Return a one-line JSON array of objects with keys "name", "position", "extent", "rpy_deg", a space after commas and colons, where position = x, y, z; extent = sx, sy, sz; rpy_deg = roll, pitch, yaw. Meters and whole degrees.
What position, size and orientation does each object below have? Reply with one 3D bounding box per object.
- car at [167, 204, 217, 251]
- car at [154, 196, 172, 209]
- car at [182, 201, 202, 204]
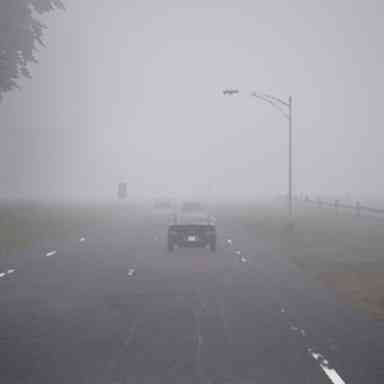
[{"name": "car", "position": [0.009, 1.512, 14.446], "extent": [1.882, 1.535, 5.008], "rpy_deg": [0, 0, 0]}, {"name": "car", "position": [-3.503, 1.230, 40.309], "extent": [1.812, 1.442, 4.674], "rpy_deg": [0, 1, 0]}, {"name": "car", "position": [0.008, 1.462, 29.232], "extent": [1.994, 1.385, 4.181], "rpy_deg": [0, 1, 0]}]
